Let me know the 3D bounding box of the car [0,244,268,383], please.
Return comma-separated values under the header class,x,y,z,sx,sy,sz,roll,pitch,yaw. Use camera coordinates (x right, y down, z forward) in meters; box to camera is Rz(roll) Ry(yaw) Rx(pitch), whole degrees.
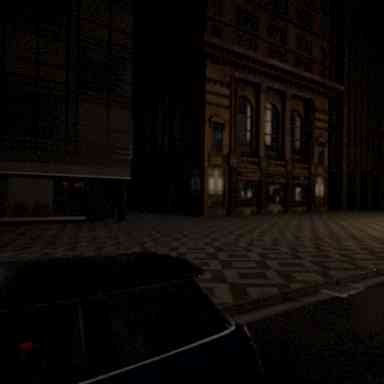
class,x,y,z,sx,sy,sz,roll,pitch,yaw
car,-1.625,1.350,2.216,4.553,1.767,2.097,1,0,-35
